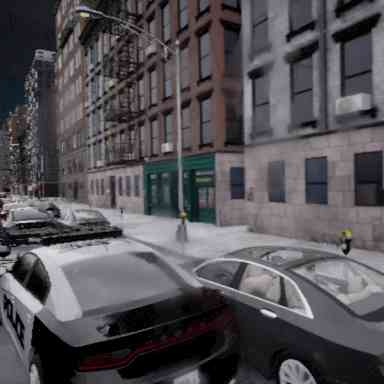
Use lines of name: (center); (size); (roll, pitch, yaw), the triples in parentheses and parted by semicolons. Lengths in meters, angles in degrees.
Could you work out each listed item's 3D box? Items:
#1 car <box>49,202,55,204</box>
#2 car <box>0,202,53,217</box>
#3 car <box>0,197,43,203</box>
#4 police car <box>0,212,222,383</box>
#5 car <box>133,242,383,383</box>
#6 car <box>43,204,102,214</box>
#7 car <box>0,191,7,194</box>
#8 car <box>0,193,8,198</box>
car: (-10.301, 1.322, 23.039); (1.947, 1.339, 4.313); (-2, 1, -31)
car: (-6.649, 1.374, 13.406); (1.837, 1.490, 4.892); (-2, 1, -31)
car: (-9.693, 1.311, 18.577); (1.882, 1.535, 5.008); (-2, 1, -31)
police car: (-1.605, 1.353, 4.806); (1.930, 1.638, 5.238); (-2, 1, -37)
car: (1.017, 1.424, 4.583); (2.008, 1.369, 4.403); (-2, 1, -31)
car: (-4.643, 1.366, 13.811); (2.008, 1.369, 4.403); (-2, 1, -31)
car: (-46.841, 0.778, 82.615); (1.967, 1.590, 4.097); (-2, 1, -31)
car: (-21.873, 1.238, 36.909); (1.837, 1.490, 4.892); (-2, 2, -31)
